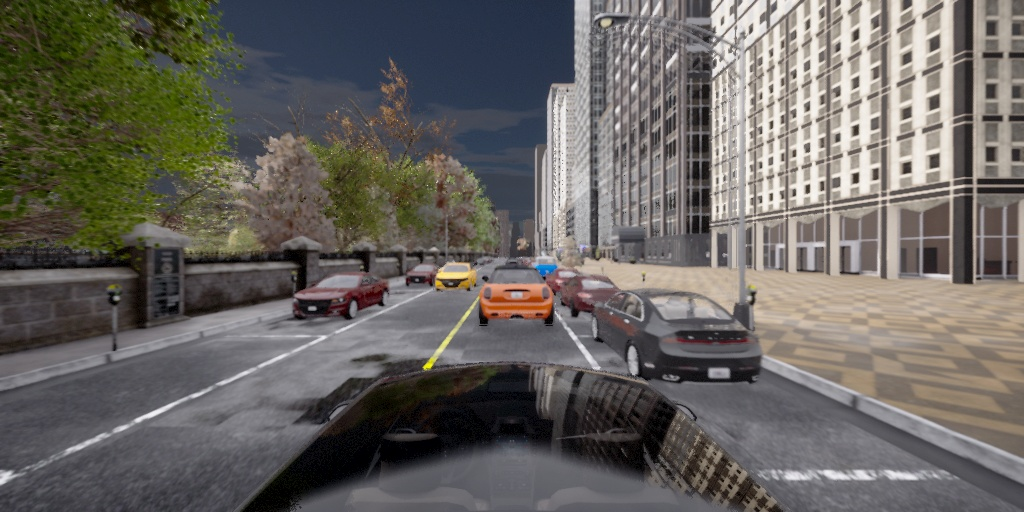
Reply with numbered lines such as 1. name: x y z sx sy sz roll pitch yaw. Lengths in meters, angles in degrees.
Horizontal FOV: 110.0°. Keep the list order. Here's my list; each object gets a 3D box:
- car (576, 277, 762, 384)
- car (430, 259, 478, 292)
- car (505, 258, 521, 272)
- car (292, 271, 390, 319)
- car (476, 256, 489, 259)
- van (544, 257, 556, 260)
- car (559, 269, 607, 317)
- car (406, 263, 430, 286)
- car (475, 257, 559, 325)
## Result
1. car: 2.688 1.274 6.839 2.007 1.370 4.403 0 0 0
2. car: -3.099 1.131 20.708 1.882 1.535 5.008 0 0 0
3. car: 0.097 1.059 43.465 1.837 1.490 4.892 0 1 0
4. car: -5.693 1.239 12.470 1.888 1.381 4.507 0 0 0
5. car: -5.698 1.037 63.160 1.948 1.339 4.313 0 0 0
6. van: 2.686 0.954 29.368 1.690 1.789 3.998 0 0 0
7. car: 2.688 1.276 12.472 1.802 1.307 4.207 0 0 0
8. car: -5.694 1.184 23.734 1.888 1.381 4.507 0 0 0
9. car: 0.088 1.050 11.710 2.097 1.767 4.553 0 0 -1
